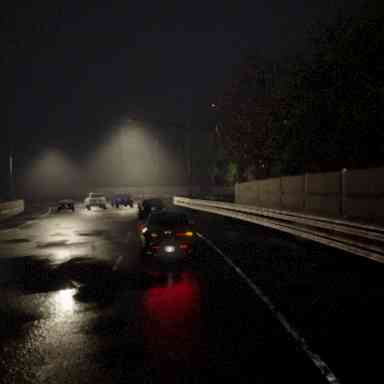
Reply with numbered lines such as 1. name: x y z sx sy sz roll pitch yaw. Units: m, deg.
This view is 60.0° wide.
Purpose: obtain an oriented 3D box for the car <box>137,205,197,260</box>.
1. car: -0.925 1.456 12.311 1.837 1.490 4.892 0 0 -6

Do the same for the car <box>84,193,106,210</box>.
1. car: -12.242 1.127 41.949 2.150 2.045 5.566 0 0 -23

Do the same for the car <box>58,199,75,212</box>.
1. car: -14.390 1.486 38.025 2.033 1.411 5.357 0 0 -21

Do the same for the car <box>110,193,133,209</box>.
1. car: -9.329 1.097 44.047 2.150 2.045 5.566 0 0 -23

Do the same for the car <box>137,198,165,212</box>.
1. car: -3.194 1.260 26.242 2.097 1.767 4.553 0 0 -11
